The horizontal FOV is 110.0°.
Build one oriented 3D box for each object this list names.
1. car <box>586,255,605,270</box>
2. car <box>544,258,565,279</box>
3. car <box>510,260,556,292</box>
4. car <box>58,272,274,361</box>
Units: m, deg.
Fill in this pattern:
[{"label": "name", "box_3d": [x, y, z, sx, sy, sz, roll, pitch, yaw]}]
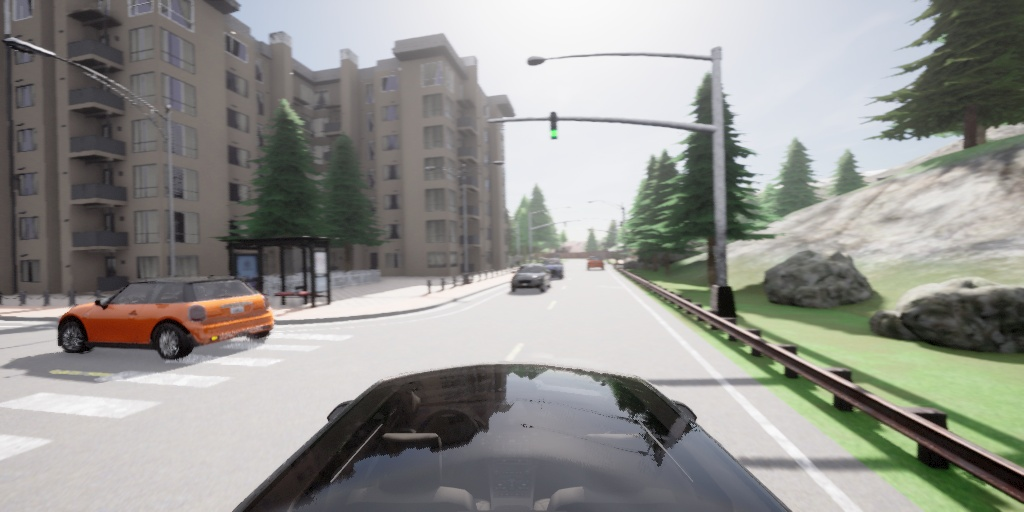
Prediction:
[{"label": "car", "box_3d": [10.345, 0.782, 44.584, 2.097, 1.767, 4.553, -1, 0, 11]}, {"label": "car", "box_3d": [3.353, 0.981, 30.496, 2.097, 1.767, 4.553, -1, 0, 12]}, {"label": "car", "box_3d": [1.179, 1.202, 20.826, 1.837, 1.490, 4.892, -1, 0, 13]}, {"label": "car", "box_3d": [-8.295, 1.296, 8.689, 4.553, 1.767, 2.097, -1, 0, 15]}]
